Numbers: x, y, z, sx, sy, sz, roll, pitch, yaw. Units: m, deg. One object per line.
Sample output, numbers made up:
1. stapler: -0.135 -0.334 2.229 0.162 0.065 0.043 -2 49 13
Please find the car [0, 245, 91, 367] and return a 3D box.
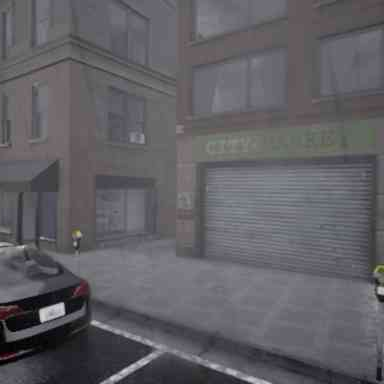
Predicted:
1. car: -3.457 1.553 5.422 4.313 1.339 1.947 0 1 36
